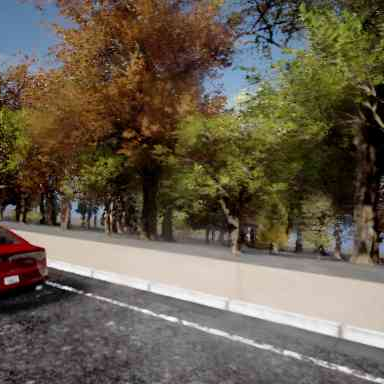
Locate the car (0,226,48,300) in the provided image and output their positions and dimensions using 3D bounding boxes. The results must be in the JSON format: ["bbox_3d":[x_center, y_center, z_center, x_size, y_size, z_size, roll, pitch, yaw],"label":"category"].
[{"bbox_3d":[-5.265,1.415,7.427,5.008,1.535,1.882,1,0,35],"label":"car"}]
